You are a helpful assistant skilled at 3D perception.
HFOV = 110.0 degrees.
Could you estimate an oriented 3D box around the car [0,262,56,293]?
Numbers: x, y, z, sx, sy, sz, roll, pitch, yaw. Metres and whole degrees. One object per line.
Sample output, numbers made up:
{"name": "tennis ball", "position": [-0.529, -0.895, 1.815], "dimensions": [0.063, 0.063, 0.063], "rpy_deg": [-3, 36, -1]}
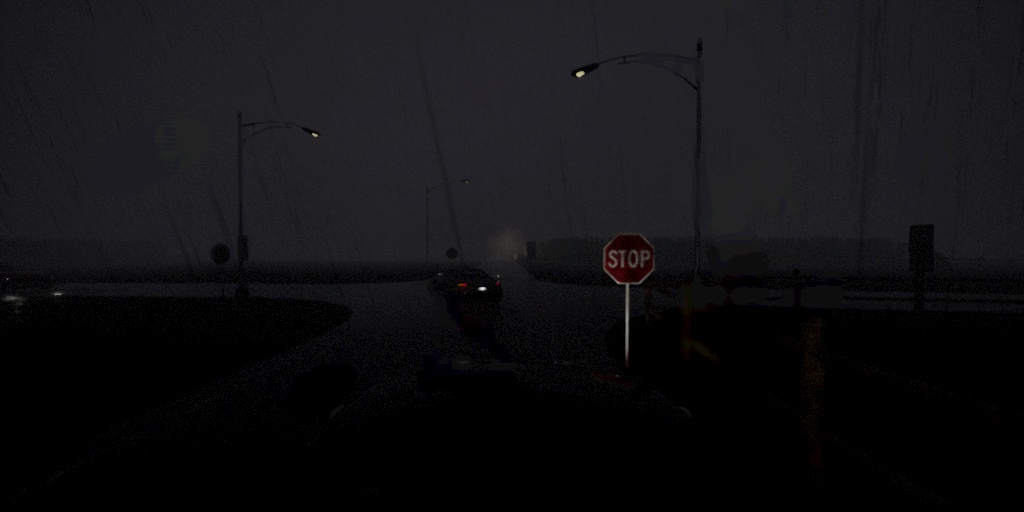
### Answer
{"name": "car", "position": [-26.692, 1.048, 18.446], "dimensions": [5.008, 1.535, 1.882], "rpy_deg": [0, 1, 1]}

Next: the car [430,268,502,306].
{"name": "car", "position": [-2.054, 1.179, 15.266], "dimensions": [1.994, 1.385, 4.181], "rpy_deg": [0, 1, -27]}
